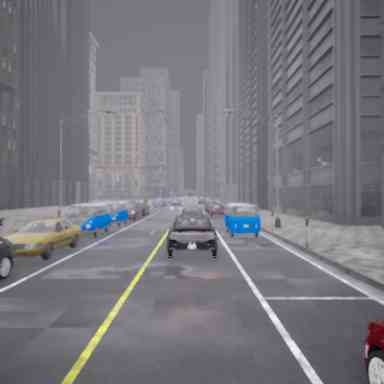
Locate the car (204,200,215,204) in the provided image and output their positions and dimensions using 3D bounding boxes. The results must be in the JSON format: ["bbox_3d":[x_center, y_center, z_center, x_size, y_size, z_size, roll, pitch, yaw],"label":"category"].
[{"bbox_3d":[2.770,2.005,41.436,1.802,1.307,4.206,0,-1,0],"label":"car"}]

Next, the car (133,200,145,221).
[{"bbox_3d":[-5.758,1.748,30.154,1.967,1.590,4.097,0,-1,0],"label":"car"}]

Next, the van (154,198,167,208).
[{"bbox_3d":[-5.752,1.935,58.359,1.690,1.788,3.998,0,-1,0],"label":"van"}]

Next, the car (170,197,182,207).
[{"bbox_3d":[-3.009,2.133,64.555,1.882,1.535,5.008,0,-1,1],"label":"car"}]

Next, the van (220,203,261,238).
[{"bbox_3d":[2.764,1.535,18.877,1.690,1.788,3.998,0,-1,0],"label":"van"}]

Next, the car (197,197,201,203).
[{"bbox_3d":[2.374,2.285,77.015,1.837,1.490,4.892,0,-1,0],"label":"car"}]

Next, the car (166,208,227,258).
[{"bbox_3d":[0.022,1.632,13.496,2.128,1.511,4.902,0,0,0],"label":"car"}]

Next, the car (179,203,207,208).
[{"bbox_3d":[0.023,1.890,28.244,1.895,1.301,4.718,0,-1,0],"label":"car"}]

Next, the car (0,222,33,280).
[{"bbox_3d":[-5.764,1.629,7.591,2.008,1.369,4.403,0,-1,0],"label":"car"}]

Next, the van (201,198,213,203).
[{"bbox_3d":[2.772,1.878,52.719,1.690,1.788,3.998,0,-1,0],"label":"van"}]

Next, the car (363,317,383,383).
[{"bbox_3d":[2.760,1.566,1.953,1.887,1.381,4.507,0,-1,0],"label":"car"}]

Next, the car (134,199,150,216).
[{"bbox_3d":[-5.757,1.681,35.796,2.192,1.841,5.009,0,-1,0],"label":"car"}]

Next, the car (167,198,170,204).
[{"bbox_3d":[-5.749,2.195,63.997,1.887,1.381,4.507,0,-1,0],"label":"car"}]

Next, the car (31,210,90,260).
[{"bbox_3d":[-5.762,1.660,13.062,1.752,1.417,4.829,0,-1,0],"label":"car"}]

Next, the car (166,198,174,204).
[{"bbox_3d":[-5.744,2.315,86.560,1.967,1.590,4.097,0,-1,0],"label":"car"}]

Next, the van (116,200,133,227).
[{"bbox_3d":[-5.760,1.592,24.514,1.690,1.788,3.998,0,-1,0],"label":"van"}]

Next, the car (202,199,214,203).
[{"bbox_3d":[2.772,2.046,47.076,1.947,1.339,4.313,0,-1,0],"label":"car"}]

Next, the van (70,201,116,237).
[{"bbox_3d":[-5.762,1.535,18.874,1.690,1.788,3.998,0,-1,0],"label":"van"}]

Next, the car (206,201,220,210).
[{"bbox_3d":[2.769,1.948,35.795,1.802,1.307,4.206,0,-1,0],"label":"car"}]
